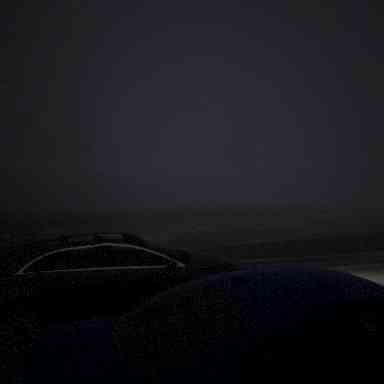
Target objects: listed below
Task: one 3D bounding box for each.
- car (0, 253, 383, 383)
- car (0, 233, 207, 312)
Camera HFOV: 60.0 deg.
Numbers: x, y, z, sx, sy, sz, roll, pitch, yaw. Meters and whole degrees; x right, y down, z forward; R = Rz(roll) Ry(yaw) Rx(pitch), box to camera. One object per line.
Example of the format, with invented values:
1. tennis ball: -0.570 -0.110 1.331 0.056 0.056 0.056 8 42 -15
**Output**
1. car: 1.162 1.477 3.038 5.008 1.535 1.882 0 0 -20
2. car: -1.343 1.492 5.852 4.902 1.511 2.128 0 0 -20
